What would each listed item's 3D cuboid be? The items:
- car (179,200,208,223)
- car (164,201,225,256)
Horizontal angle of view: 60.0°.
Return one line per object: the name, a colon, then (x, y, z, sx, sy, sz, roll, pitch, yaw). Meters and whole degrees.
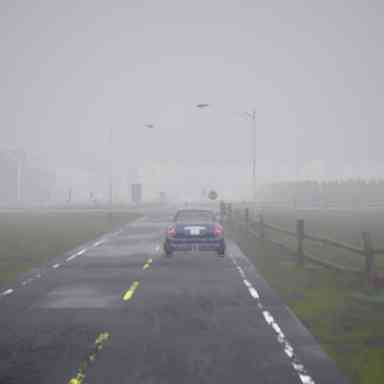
car: (0.095, 1.493, 26.665, 2.128, 1.511, 4.902, 0, 0, 0)
car: (0.100, 1.352, 13.218, 2.097, 1.767, 4.553, 0, 0, 0)
